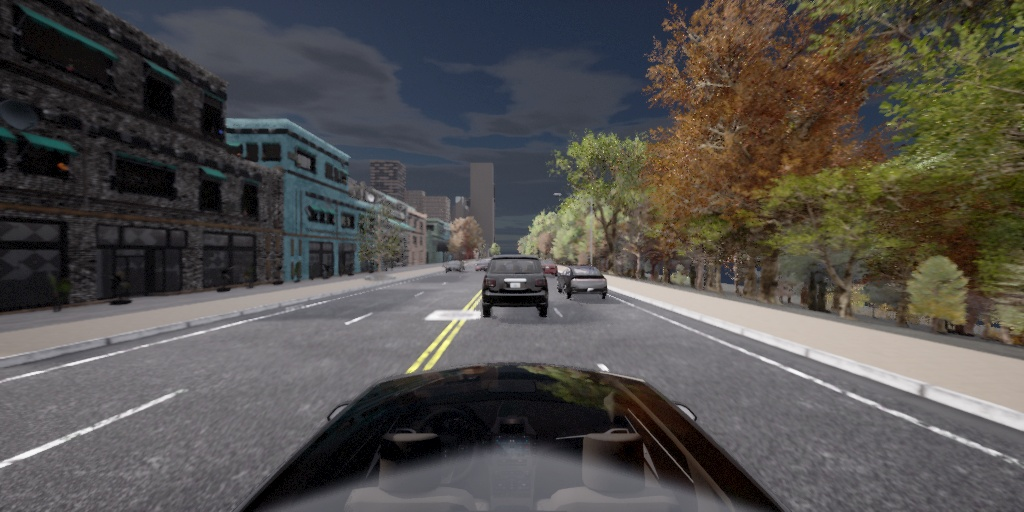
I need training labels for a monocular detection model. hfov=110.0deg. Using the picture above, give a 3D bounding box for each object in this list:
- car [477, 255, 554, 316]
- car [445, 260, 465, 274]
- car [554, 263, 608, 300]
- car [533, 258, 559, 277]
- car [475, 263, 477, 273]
[{"bbox_3d":[0.099,0.970,13.410,2.150,2.045,5.566,0,0,0],"label":"car"},{"bbox_3d":[-6.591,1.251,41.858,1.837,1.490,4.892,0,0,0],"label":"car"},{"bbox_3d":[3.349,1.239,17.759,2.128,1.511,4.902,0,0,0],"label":"car"},{"bbox_3d":[3.347,1.097,36.056,2.097,1.767,4.553,0,0,0],"label":"car"},{"bbox_3d":[-3.339,1.308,43.400,1.994,1.385,4.181,0,0,0],"label":"car"}]
